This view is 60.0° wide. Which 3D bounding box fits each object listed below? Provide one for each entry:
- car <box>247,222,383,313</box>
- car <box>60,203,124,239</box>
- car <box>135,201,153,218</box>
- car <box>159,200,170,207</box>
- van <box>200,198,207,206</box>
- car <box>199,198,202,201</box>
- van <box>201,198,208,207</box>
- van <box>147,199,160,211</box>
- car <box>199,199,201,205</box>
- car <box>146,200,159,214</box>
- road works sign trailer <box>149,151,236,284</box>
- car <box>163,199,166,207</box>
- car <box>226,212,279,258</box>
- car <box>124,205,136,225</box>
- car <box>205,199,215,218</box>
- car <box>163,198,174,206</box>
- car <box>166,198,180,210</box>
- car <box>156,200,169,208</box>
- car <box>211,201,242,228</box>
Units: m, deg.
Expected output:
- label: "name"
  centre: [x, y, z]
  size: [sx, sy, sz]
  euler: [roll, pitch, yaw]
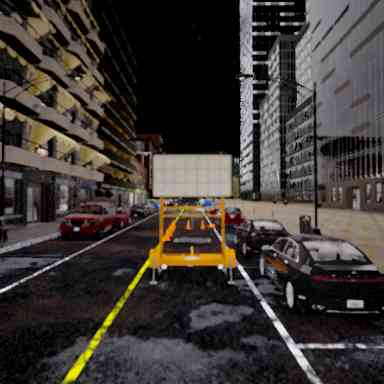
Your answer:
- label: "car"
  centre: [2.708, 1.643, 7.686]
  size: [2.008, 1.369, 4.403]
  euler: [1, -1, 0]
- label: "car"
  centre: [-5.658, 1.539, 18.835]
  size: [2.192, 1.841, 5.009]
  euler: [1, -1, 0]
- label: "car"
  centre: [-5.646, 1.988, 35.540]
  size: [1.947, 1.339, 4.313]
  euler: [1, -1, 0]
- label: "car"
  centre: [-5.615, 2.347, 68.787]
  size: [1.752, 1.417, 4.829]
  euler: [1, -1, 0]
- label: "van"
  centre: [2.779, 2.299, 80.089]
  size: [1.690, 1.788, 3.998]
  euler: [1, -1, 0]
- label: "car"
  centre: [2.766, 2.351, 69.116]
  size: [1.752, 1.417, 4.829]
  euler: [1, -1, 0]
- label: "van"
  centre: [2.753, 1.964, 52.242]
  size: [1.690, 1.788, 3.998]
  euler: [1, -1, 0]
- label: "van"
  centre: [-5.632, 1.897, 46.682]
  size: [1.690, 1.788, 3.998]
  euler: [1, -1, 0]
- label: "car"
  centre: [2.760, 2.338, 63.377]
  size: [1.802, 1.307, 4.206]
  euler: [1, -1, 0]
- label: "car"
  centre: [-5.641, 2.040, 41.109]
  size: [2.008, 1.369, 4.403]
  euler: [1, -1, 0]
- label: "road works sign trailer"
  centre: [0.007, 0.583, 9.964]
  size: [2.380, 3.560, 2.880]
  euler: [0, -1, 0]
- label: "car"
  centre: [-5.630, 2.146, 52.079]
  size: [1.752, 1.417, 4.829]
  euler: [1, -1, 0]
- label: "car"
  centre: [2.713, 1.709, 13.254]
  size: [2.008, 1.369, 4.403]
  euler: [1, -1, 0]
- label: "car"
  centre: [-5.657, 1.834, 24.402]
  size: [1.887, 1.381, 4.507]
  euler: [1, -1, 0]
- label: "car"
  centre: [2.736, 1.863, 35.533]
  size: [1.967, 1.590, 4.097]
  euler: [1, -1, 0]
- label: "car"
  centre: [-5.601, 2.273, 80.097]
  size: [2.192, 1.841, 5.009]
  euler: [1, -1, 0]
- label: "car"
  centre: [-2.963, 2.183, 53.296]
  size: [2.033, 1.411, 5.357]
  euler: [0, -1, 0]
- label: "car"
  centre: [-5.620, 2.307, 63.386]
  size: [2.008, 1.369, 4.403]
  euler: [1, -1, 0]
- label: "car"
  centre: [2.725, 1.730, 24.394]
  size: [1.967, 1.590, 4.097]
  euler: [1, -1, 0]
